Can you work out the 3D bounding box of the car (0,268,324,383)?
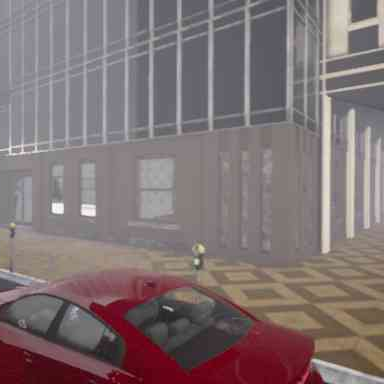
[{"bbox_3d":[-0.998,1.529,3.587,4.507,1.381,1.887,0,0,36],"label":"car"}]
